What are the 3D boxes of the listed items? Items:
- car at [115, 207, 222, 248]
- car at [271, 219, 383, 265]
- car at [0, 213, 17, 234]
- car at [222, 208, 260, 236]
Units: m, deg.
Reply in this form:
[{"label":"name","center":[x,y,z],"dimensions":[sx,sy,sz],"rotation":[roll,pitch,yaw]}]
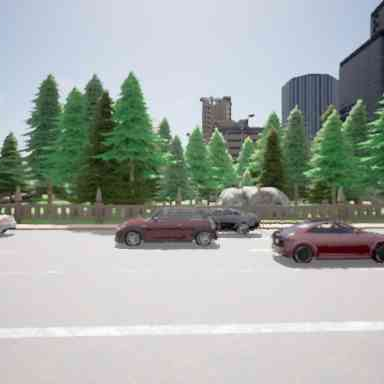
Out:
[{"label":"car","center":[-1.150,1.485,15.190],"dimensions":[4.553,1.767,2.097],"rotation":[0,0,-2]},{"label":"car","center":[4.957,1.677,11.718],"dimensions":[4.181,1.385,1.994],"rotation":[0,0,-2]},{"label":"car","center":[-12.190,1.675,18.261],"dimensions":[4.674,1.442,1.812],"rotation":[0,0,-2]},{"label":"car","center":[1.337,1.645,18.787],"dimensions":[4.902,1.511,2.128],"rotation":[0,0,-2]}]
